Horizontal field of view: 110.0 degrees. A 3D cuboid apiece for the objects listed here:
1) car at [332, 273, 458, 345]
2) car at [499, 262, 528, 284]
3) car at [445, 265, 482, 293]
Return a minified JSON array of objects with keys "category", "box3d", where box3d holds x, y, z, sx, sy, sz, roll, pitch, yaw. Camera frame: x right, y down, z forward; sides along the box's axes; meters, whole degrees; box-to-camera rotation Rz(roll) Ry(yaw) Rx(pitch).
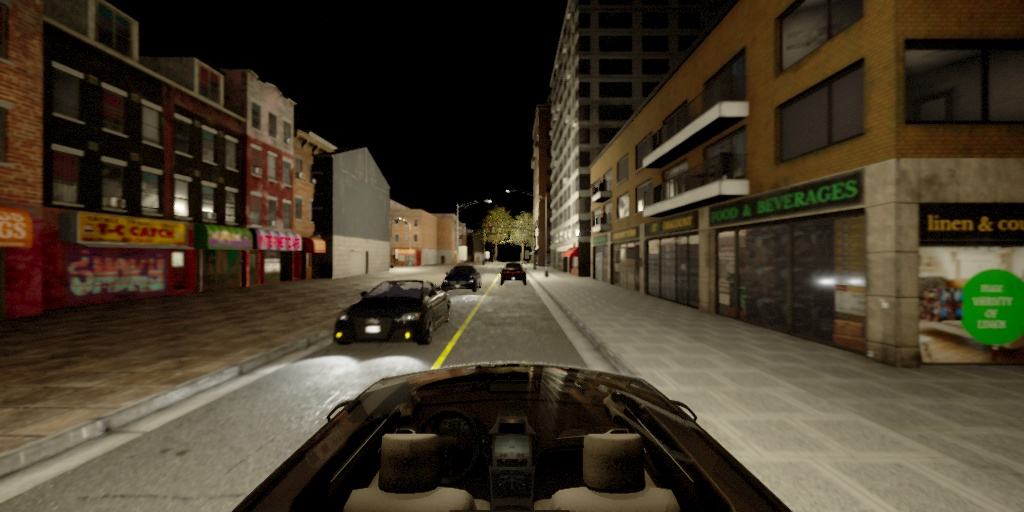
[{"category":"car","box3d":[-2.832,1.313,9.342,1.994,1.385,4.181,0,0,1]},{"category":"car","box3d":[0.104,1.263,26.633,1.837,1.490,4.892,0,0,0]},{"category":"car","box3d":[-2.781,1.278,20.793,1.812,1.442,4.674,0,0,1]}]
